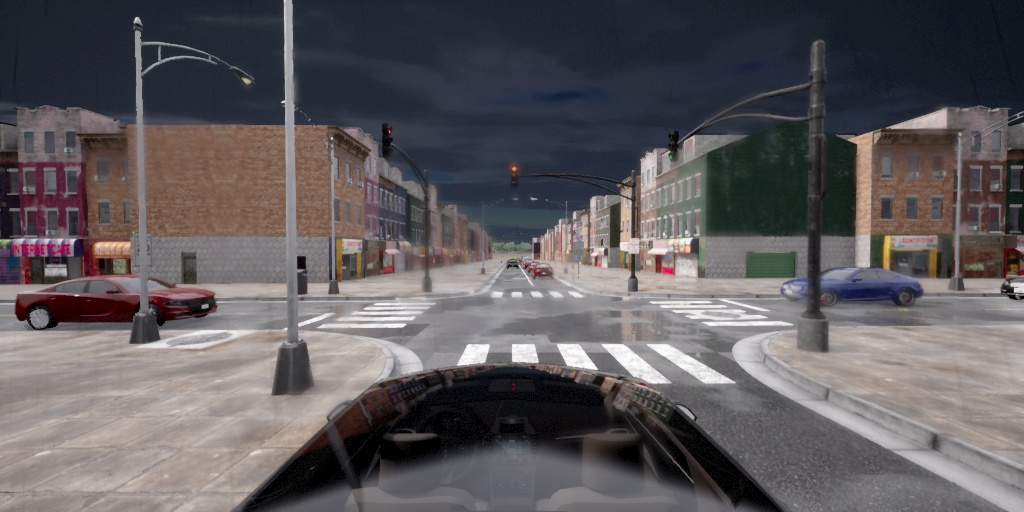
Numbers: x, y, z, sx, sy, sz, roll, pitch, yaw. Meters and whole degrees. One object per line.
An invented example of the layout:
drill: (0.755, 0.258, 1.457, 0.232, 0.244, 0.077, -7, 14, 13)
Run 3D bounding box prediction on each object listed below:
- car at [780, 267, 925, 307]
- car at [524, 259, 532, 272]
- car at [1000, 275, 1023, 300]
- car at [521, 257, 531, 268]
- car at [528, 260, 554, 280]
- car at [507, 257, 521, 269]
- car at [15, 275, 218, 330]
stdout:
car: (13.298, 1.160, 14.130, 4.674, 1.442, 1.812, 0, 1, 1)
car: (2.716, 1.329, 42.746, 1.802, 1.307, 4.207, 0, 0, 0)
car: (22.459, 1.087, 14.088, 4.902, 1.511, 2.128, 0, 1, 0)
car: (2.737, 1.293, 53.811, 1.888, 1.381, 4.507, 0, 0, 0)
car: (2.694, 1.292, 31.681, 1.888, 1.381, 4.507, 0, 0, 0)
car: (0.106, 1.253, 56.428, 1.837, 1.490, 4.892, 0, 0, 0)
car: (-12.146, 1.337, 11.228, 5.008, 1.535, 1.882, -1, 1, -1)
